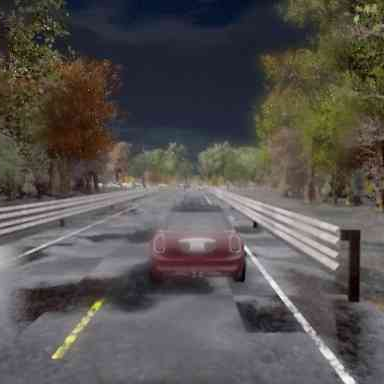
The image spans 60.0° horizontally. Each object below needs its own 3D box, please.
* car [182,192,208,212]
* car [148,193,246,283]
[{"bbox_3d":[0.237,0.763,27.253,1.895,1.301,4.718,0,2,0],"label":"car"},{"bbox_3d":[0.129,1.073,8.954,2.097,1.767,4.553,0,2,1],"label":"car"}]
